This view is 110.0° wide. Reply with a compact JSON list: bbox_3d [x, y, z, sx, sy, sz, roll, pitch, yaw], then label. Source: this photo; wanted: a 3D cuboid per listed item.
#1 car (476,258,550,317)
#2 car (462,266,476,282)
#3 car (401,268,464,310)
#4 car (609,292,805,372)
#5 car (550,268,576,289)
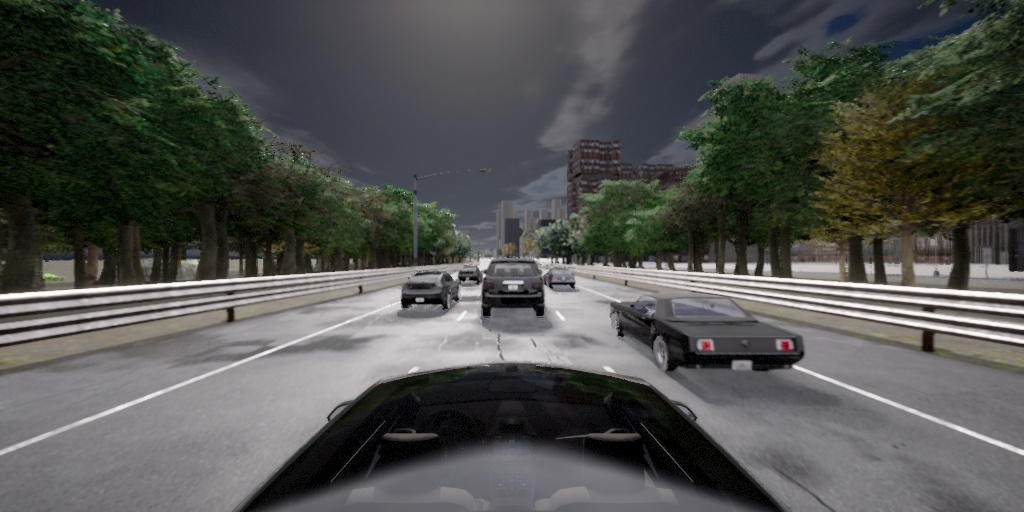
[{"bbox_3d":[0.046,1.122,14.009,2.150,2.045,5.566,0,-1,0],"label":"car"},{"bbox_3d":[-3.625,1.629,31.492,1.837,1.490,4.892,0,-1,-1],"label":"car"},{"bbox_3d":[-3.464,1.430,15.864,1.837,1.490,4.892,0,-1,0],"label":"car"},{"bbox_3d":[3.553,1.424,7.746,1.895,1.301,4.718,0,-1,0],"label":"car"},{"bbox_3d":[3.432,1.608,26.593,2.033,1.411,5.357,0,-1,0],"label":"car"}]
